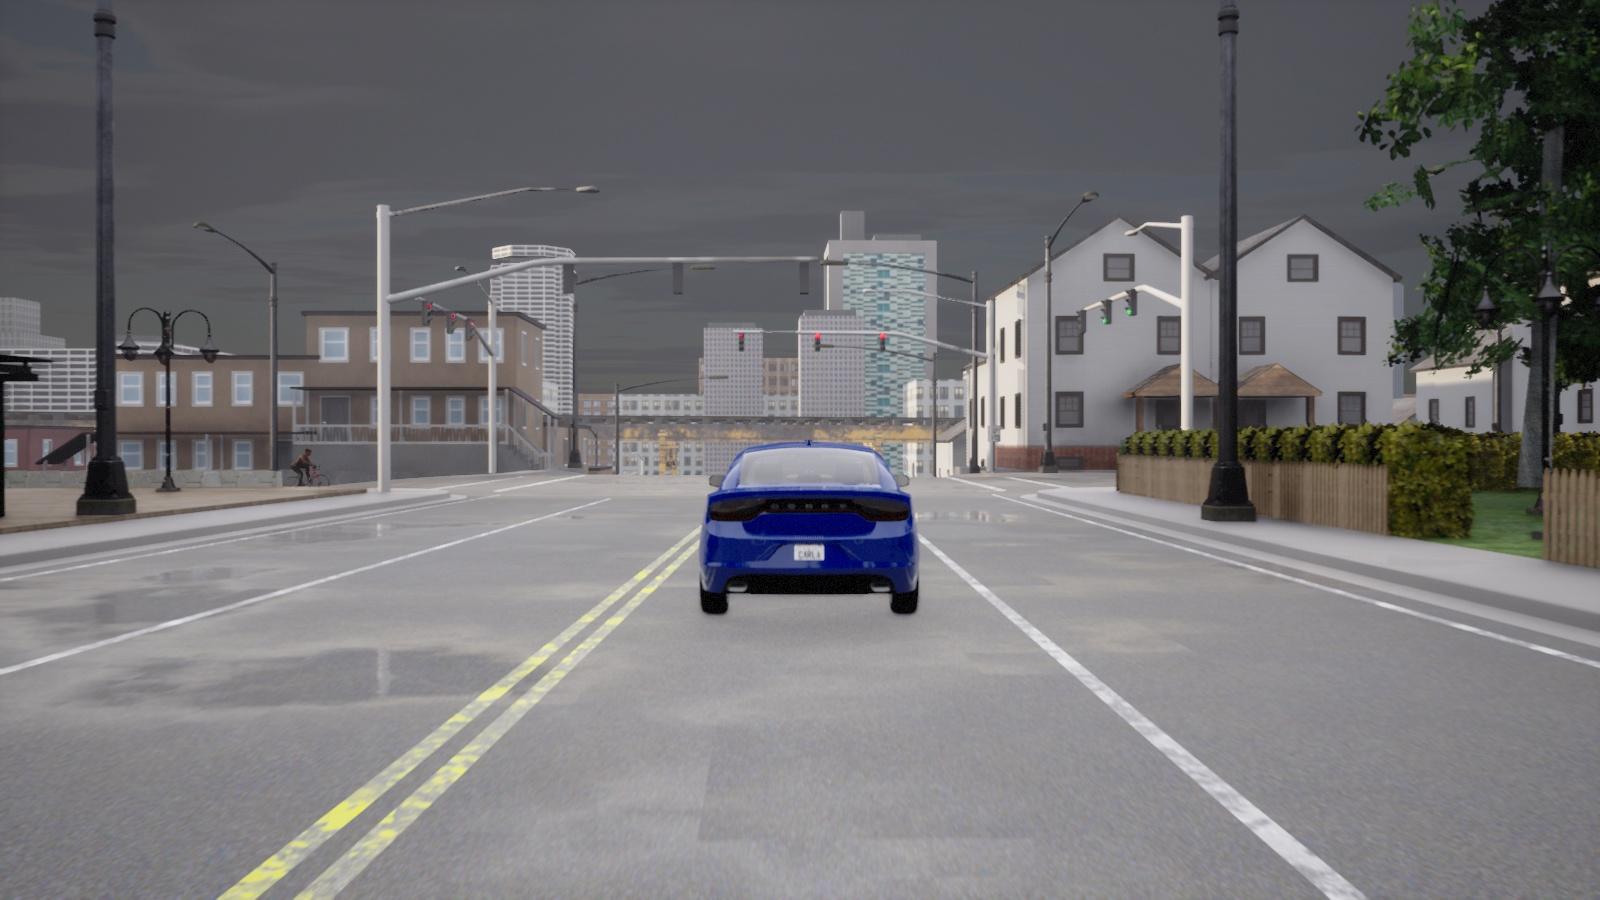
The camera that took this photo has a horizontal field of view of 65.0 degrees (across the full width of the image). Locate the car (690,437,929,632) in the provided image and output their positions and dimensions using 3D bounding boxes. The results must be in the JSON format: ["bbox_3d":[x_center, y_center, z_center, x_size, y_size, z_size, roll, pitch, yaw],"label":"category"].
[{"bbox_3d":[0.089,0.654,12.400,1.882,1.535,5.008,0,0,0],"label":"car"}]

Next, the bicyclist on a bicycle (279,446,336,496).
[{"bbox_3d":[-17.308,0.734,44.132,1.656,1.620,0.582,-5,0,0],"label":"bicyclist on a bicycle"}]
